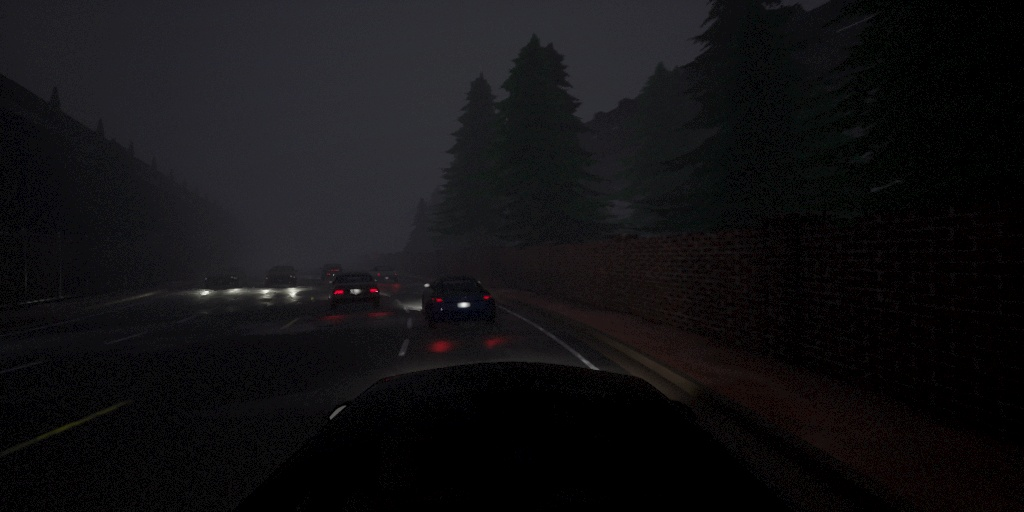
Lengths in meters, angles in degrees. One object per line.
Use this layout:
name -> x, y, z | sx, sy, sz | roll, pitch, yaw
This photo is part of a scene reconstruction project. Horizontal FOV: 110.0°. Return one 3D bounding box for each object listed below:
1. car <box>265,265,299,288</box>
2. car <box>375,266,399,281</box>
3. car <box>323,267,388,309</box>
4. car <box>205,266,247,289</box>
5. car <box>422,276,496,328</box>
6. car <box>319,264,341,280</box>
car -> -17.178, 1.439, 26.854 | 1.882, 1.535, 5.008 | -1, 0, -30
car -> -11.169, 1.498, 30.819 | 1.895, 1.301, 4.718 | -1, 0, -30
car -> -6.910, 1.386, 15.681 | 2.033, 1.411, 5.357 | -1, 0, -26
car -> -20.913, 1.480, 26.340 | 1.882, 1.535, 5.008 | -1, 0, -30
car -> -1.858, 1.332, 11.689 | 1.994, 1.385, 4.181 | -1, -1, -16
car -> -17.327, 1.474, 34.564 | 1.837, 1.490, 4.892 | -1, 0, -30
